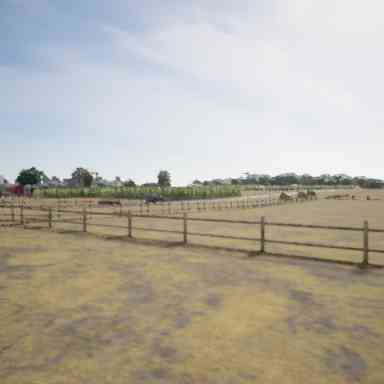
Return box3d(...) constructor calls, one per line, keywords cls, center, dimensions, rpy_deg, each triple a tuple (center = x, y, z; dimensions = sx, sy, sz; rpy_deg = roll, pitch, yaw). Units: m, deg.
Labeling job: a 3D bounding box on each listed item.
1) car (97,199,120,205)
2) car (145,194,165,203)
box3d(cls="car", center=(-16.540, 2.064, 66.283), dimensions=(1.882, 1.535, 5.008), rpy_deg=(-1, -2, 36))
box3d(cls="car", center=(-8.745, 1.546, 77.100), dimensions=(2.150, 2.045, 5.566), rpy_deg=(-1, 0, 36))
